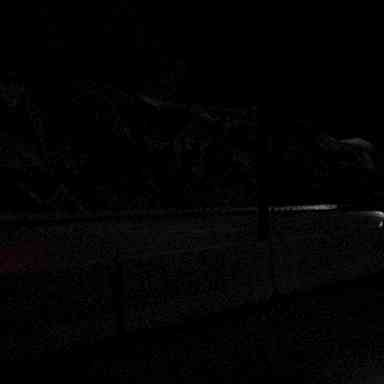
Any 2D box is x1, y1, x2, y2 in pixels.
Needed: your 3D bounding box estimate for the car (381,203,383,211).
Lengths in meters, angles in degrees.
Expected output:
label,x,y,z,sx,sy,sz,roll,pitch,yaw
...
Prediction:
label,x,y,z,sx,sy,sz,roll,pitch,yaw
car,22.307,1.367,35.238,4.892,1.490,1.837,0,0,-21
